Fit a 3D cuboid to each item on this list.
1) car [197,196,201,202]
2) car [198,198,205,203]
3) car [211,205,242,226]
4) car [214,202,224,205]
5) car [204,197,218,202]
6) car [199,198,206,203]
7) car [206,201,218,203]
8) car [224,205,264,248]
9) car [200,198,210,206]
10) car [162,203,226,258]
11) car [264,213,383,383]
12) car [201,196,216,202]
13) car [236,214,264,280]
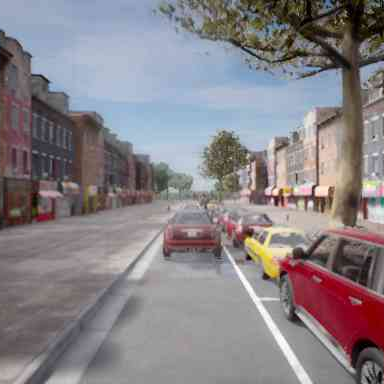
[{"bbox_3d":[2.645,1.870,65.413,2.192,1.841,5.009,0,0,0],"label":"car"},{"bbox_3d":[2.646,2.340,93.137,2.008,1.369,4.403,0,-1,0],"label":"car"},{"bbox_3d":[2.641,1.796,26.592,2.008,1.369,4.403,0,0,0],"label":"car"},{"bbox_3d":[2.641,1.638,21.046,1.967,1.590,4.097,0,0,0],"label":"car"},{"bbox_3d":[3.030,1.854,45.697,1.801,1.575,5.366,0,0,0],"label":"car"},{"bbox_3d":[2.646,2.264,87.763,1.752,1.417,4.829,0,-1,0],"label":"car"},{"bbox_3d":[2.641,1.840,32.137,2.008,1.369,4.403,0,0,0],"label":"car"},{"bbox_3d":[2.639,1.589,15.499,1.967,1.590,4.097,0,-1,0],"label":"car"},{"bbox_3d":[2.645,2.039,70.958,1.967,1.590,4.097,0,0,0],"label":"car"},{"bbox_3d":[0.020,1.480,13.440,2.097,1.767,4.553,0,-1,0],"label":"car"},{"bbox_3d":[2.637,1.358,4.410,2.192,1.841,5.009,0,-1,0],"label":"car"},{"bbox_3d":[2.987,1.680,52.539,2.150,2.045,5.566,0,0,0],"label":"car"},{"bbox_3d":[2.638,1.623,10.123,1.752,1.417,4.829,0,-1,0],"label":"car"}]
